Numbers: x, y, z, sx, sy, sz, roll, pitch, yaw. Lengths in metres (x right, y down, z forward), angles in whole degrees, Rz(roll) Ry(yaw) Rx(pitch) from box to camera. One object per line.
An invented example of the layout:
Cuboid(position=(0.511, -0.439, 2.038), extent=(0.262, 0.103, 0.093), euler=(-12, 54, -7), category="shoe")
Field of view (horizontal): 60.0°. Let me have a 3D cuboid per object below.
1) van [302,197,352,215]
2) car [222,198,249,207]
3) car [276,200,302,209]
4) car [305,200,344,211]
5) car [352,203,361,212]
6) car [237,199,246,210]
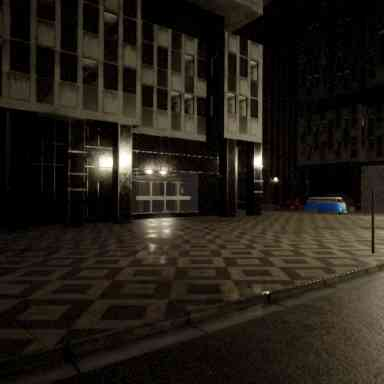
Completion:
Cuboid(position=(13.753, 1.425, 34.173), extent=(1.690, 1.788, 3.998), euler=(0, 0, -36), category="van")
Cuboid(position=(7.442, 1.839, 57.655), extent=(1.752, 1.417, 4.829), euler=(0, 0, -36), category="car")
Cuboid(position=(14.112, 1.818, 48.327), extent=(1.802, 1.307, 4.206), euler=(0, 0, -36), category="car")
Cuboid(position=(17.397, 1.749, 43.732), extent=(2.008, 1.369, 4.403), euler=(0, 0, -36), category="car")
Cuboid(position=(20.683, 1.725, 39.137), extent=(1.947, 1.339, 4.313), euler=(0, 0, -36), category="car")
Cuboid(position=(7.182, 1.706, 43.362), extent=(1.887, 1.381, 4.507), euler=(0, 0, -36), category="car")
